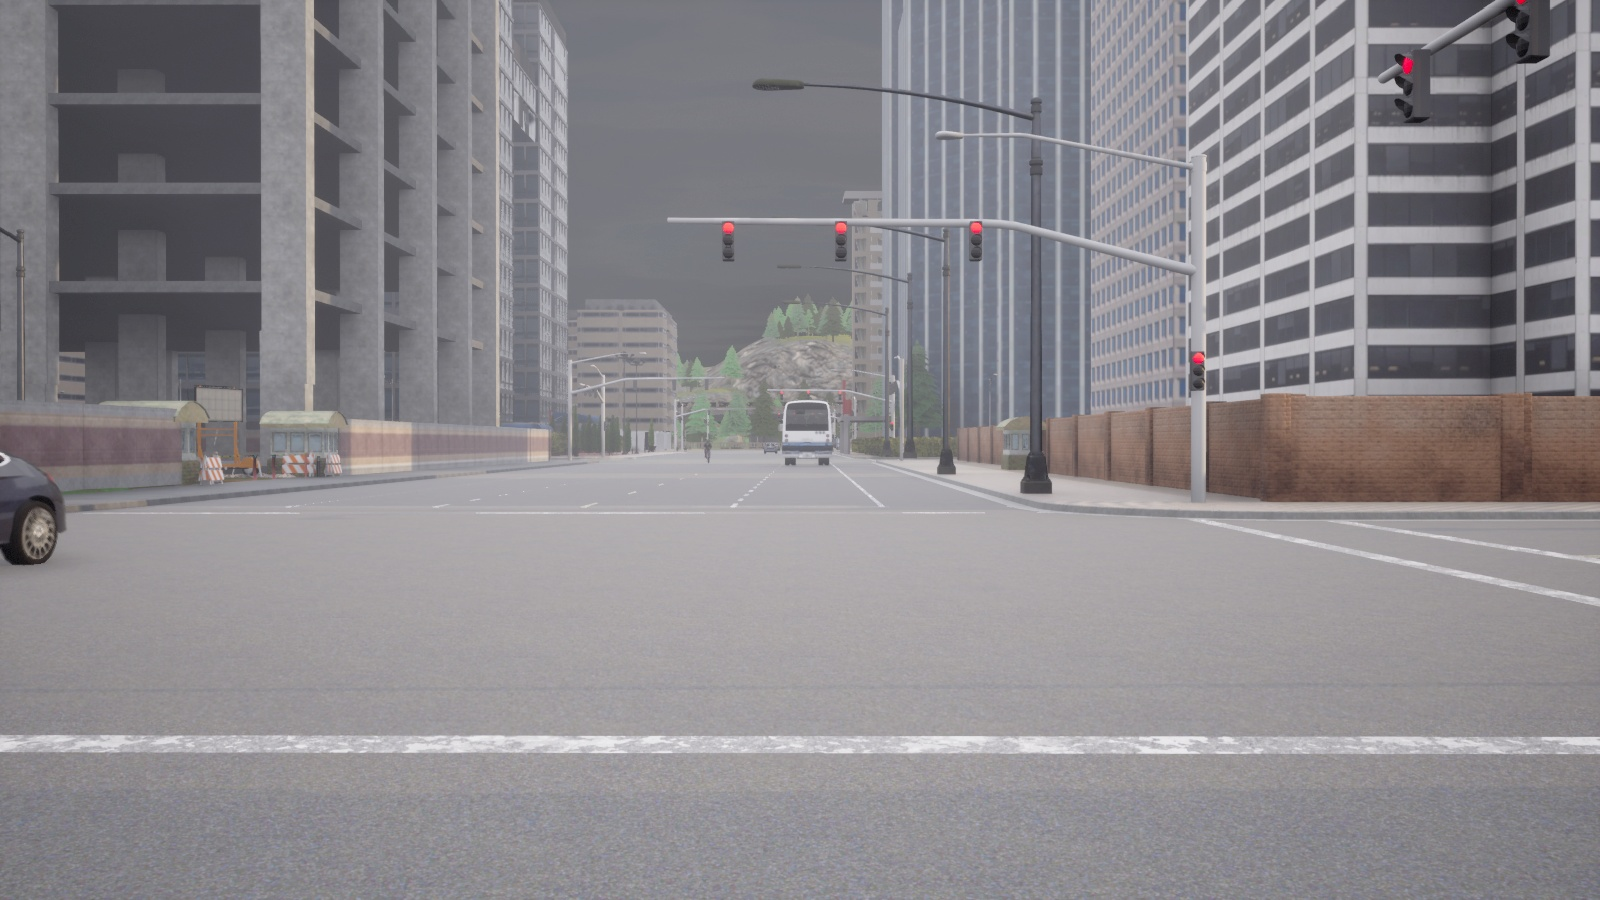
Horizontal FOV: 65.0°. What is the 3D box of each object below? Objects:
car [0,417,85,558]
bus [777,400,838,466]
[{"bbox_3d":[-10.409,0.439,13.855,2.152,1.651,5.027,0,0,0],"label":"car"},{"bbox_3d":[0.487,-1.117,86.421,3.944,4.253,10.273,0,0,0],"label":"bus"}]
